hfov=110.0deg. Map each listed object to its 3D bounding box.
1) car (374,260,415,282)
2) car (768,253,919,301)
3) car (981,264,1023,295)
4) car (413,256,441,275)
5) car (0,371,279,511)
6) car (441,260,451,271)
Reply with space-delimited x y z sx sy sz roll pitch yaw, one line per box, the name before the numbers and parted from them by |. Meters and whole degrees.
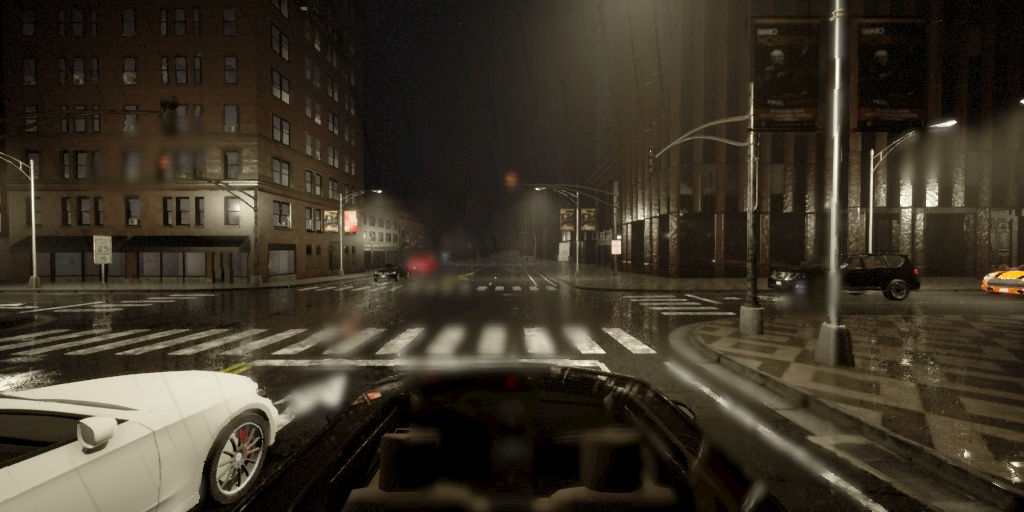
car | -9.760 1.278 29.577 1.812 1.442 4.674 0 0 1
car | 14.868 0.868 16.249 5.566 2.045 2.150 0 1 1
car | 24.537 0.961 16.260 4.553 1.767 2.097 0 1 0
car | -9.729 0.976 39.250 2.150 2.045 5.566 0 0 0
car | -3.159 1.276 1.425 1.812 1.442 4.674 0 0 2
car | -9.692 1.301 49.729 2.033 1.411 5.357 0 0 0
